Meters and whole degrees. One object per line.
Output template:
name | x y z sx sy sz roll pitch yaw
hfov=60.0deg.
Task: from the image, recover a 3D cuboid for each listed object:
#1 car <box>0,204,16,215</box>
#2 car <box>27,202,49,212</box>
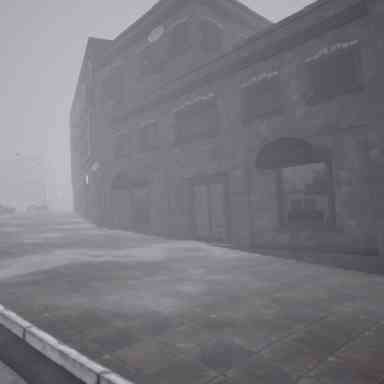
car | -23.214 2.148 40.301 1.895 1.301 4.718 -3 -1 -4
car | -23.990 2.274 51.731 1.812 1.442 4.674 -3 -1 -2
